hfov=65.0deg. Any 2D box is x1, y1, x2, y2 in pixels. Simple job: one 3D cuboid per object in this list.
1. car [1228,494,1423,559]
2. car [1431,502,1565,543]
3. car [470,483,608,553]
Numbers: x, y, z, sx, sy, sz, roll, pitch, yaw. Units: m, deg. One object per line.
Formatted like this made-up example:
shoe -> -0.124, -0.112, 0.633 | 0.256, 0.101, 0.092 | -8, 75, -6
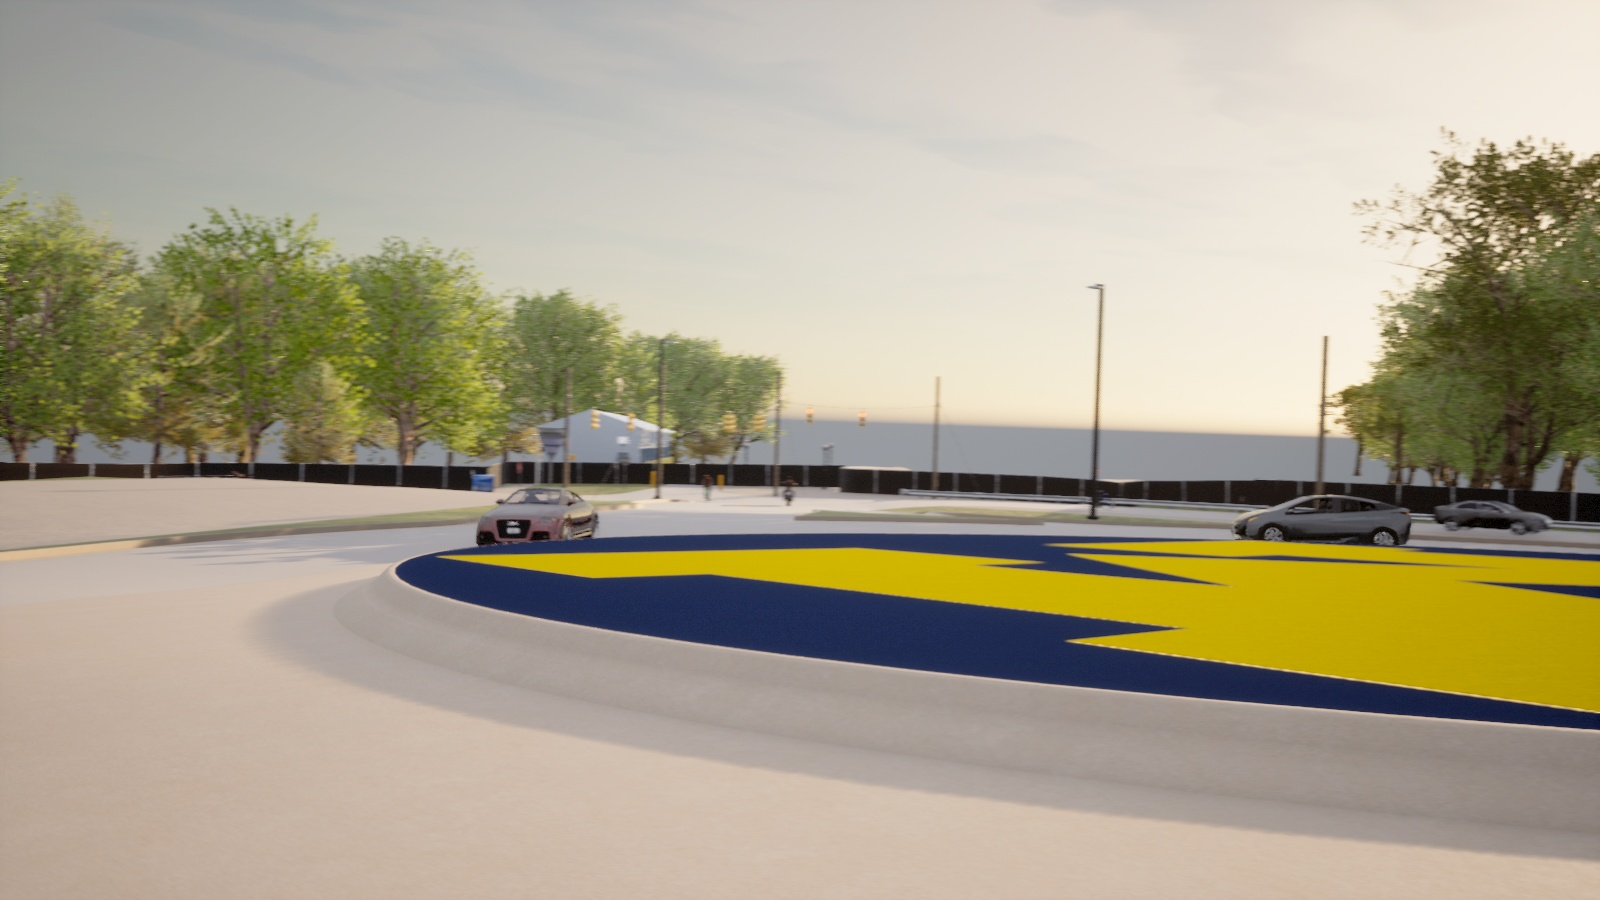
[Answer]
car -> 14.225, 2.059, 34.263 | 4.514, 1.525, 2.007 | 2, -1, 8
car -> 32.088, 3.308, 57.828 | 2.128, 1.511, 4.902 | 1, 0, -41
car -> -6.067, 1.551, 29.695 | 1.994, 1.385, 4.181 | 0, 0, 6
